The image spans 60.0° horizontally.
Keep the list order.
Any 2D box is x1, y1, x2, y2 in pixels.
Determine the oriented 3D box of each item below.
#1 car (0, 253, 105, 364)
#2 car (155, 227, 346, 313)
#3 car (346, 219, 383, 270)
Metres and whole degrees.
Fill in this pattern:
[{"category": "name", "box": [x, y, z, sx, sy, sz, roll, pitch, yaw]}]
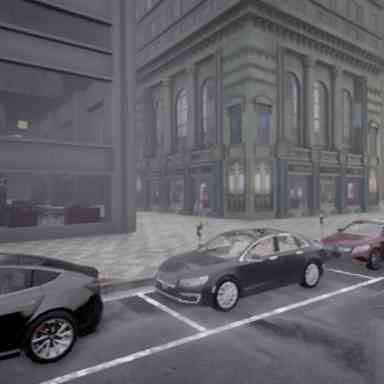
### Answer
[{"category": "car", "box": [-3.316, 1.568, 4.286, 4.313, 1.339, 1.947, 0, 0, -36]}, {"category": "car", "box": [1.271, 1.542, 7.561, 4.403, 1.369, 2.008, 0, 0, -36]}, {"category": "car", "box": [5.859, 1.562, 10.837, 4.206, 1.307, 1.802, 0, 0, -36]}]
